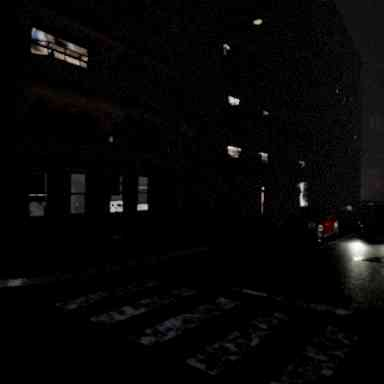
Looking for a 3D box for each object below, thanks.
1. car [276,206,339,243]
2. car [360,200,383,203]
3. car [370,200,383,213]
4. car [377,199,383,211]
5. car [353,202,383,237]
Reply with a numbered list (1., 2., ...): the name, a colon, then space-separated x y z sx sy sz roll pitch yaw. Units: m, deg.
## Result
1. car: 5.592 1.434 15.992 1.967 1.590 4.097 1 0 38
2. car: 15.660 1.518 29.588 1.967 1.590 4.097 1 0 36
3. car: 22.190 1.682 38.784 2.008 1.369 4.403 1 0 35
4. car: 25.320 1.681 43.244 1.752 1.417 4.829 1 0 35
5. car: 10.211 1.541 17.755 1.882 1.535 5.008 1 1 38
